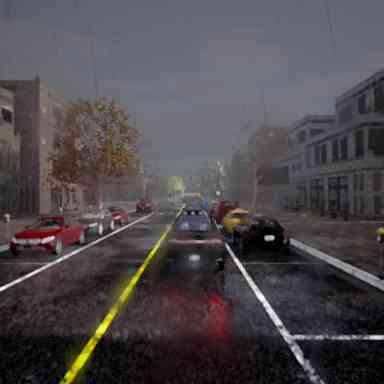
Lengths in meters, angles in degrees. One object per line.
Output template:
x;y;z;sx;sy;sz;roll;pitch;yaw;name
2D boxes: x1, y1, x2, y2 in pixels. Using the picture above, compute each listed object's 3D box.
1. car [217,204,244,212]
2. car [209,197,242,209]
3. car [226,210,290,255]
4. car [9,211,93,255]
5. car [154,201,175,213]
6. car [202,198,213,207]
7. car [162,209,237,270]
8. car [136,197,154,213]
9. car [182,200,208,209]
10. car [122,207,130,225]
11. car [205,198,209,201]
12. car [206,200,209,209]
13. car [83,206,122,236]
2.689;1.640;19.325;1.752;1.417;4.829;-1;0;0;car
2.686;1.462;24.706;2.192;1.841;5.009;-1;0;0;car
2.688;1.647;13.607;1.947;1.339;4.313;-1;0;0;car
-5.692;1.663;13.605;1.802;1.307;4.206;-1;0;0;car
-3.096;1.791;41.321;2.033;1.411;5.357;0;0;0;car
2.687;1.867;58.164;1.752;1.417;4.829;-1;0;0;car
0.073;1.560;11.334;2.128;1.511;4.902;0;0;0;car
-5.695;1.559;41.348;2.192;1.841;5.009;-1;0;0;car
0.088;1.719;28.860;2.033;1.411;5.357;0;0;0;car
-5.692;1.729;24.702;1.802;1.307;4.206;-1;0;0;car
2.688;1.770;41.519;1.752;1.417;4.829;-1;0;0;car
2.688;1.794;35.800;1.802;1.307;4.206;-1;0;0;car
-5.693;1.665;19.153;2.008;1.369;4.403;-1;0;0;car
